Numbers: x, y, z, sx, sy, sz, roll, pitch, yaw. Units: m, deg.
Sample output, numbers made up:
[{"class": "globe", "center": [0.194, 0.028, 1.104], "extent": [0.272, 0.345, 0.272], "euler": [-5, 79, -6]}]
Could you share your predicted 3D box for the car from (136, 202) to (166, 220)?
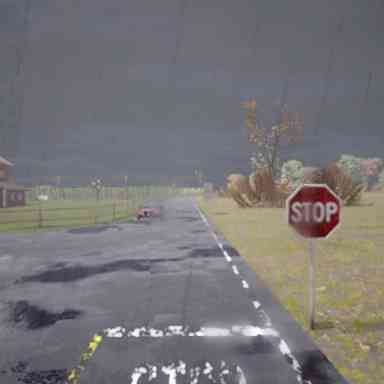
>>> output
[{"class": "car", "center": [-3.201, 1.477, 26.867], "extent": [1.994, 1.385, 4.181], "euler": [0, 0, 1]}]
